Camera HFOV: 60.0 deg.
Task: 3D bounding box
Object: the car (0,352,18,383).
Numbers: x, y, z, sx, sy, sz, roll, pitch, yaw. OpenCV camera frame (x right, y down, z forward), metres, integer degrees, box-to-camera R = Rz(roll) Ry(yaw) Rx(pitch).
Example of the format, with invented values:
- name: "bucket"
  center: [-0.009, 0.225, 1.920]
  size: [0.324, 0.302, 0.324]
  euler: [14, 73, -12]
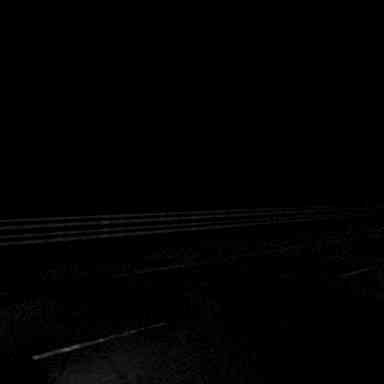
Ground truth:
- name: "car"
  center: [-3.370, 1.508, 1.342]
  size: [4.892, 1.490, 1.837]
  euler: [0, 0, -35]
